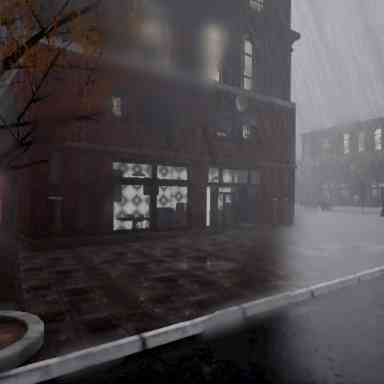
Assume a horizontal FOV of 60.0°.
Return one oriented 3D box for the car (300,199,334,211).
[{"bbox_3d":[15.562,1.614,41.685,2.008,1.369,4.403,1,-1,-28],"label":"car"}]
